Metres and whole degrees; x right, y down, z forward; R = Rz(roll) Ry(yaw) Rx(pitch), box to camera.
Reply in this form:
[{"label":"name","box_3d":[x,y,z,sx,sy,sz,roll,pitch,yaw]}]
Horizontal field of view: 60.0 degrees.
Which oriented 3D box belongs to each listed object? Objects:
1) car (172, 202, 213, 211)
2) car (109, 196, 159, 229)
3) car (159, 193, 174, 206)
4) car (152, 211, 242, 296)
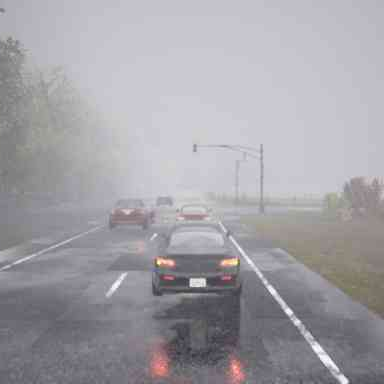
[{"label":"car","box_3d":[0.106,1.302,17.090,1.812,1.442,4.674,0,1,0]},{"label":"car","box_3d":[-3.397,1.096,19.633,2.097,1.767,4.553,0,1,0]},{"label":"car","box_3d":[-3.395,0.918,42.707,1.882,1.535,5.008,0,1,0]},{"label":"car","box_3d":[0.102,1.418,8.216,1.812,1.442,4.674,0,1,0]}]
